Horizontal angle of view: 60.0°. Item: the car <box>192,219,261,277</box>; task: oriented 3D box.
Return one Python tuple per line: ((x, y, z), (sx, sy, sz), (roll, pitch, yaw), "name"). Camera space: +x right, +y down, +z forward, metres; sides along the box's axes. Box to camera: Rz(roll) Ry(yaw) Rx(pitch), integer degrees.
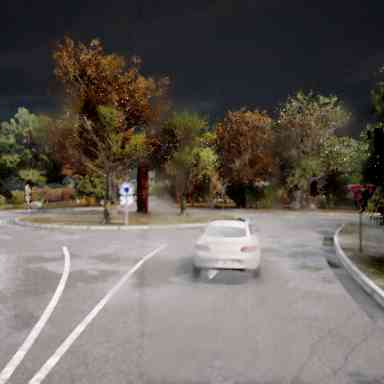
((1.132, 1.554, 10.359), (1.812, 1.442, 4.674), (0, 0, 8), "car")
